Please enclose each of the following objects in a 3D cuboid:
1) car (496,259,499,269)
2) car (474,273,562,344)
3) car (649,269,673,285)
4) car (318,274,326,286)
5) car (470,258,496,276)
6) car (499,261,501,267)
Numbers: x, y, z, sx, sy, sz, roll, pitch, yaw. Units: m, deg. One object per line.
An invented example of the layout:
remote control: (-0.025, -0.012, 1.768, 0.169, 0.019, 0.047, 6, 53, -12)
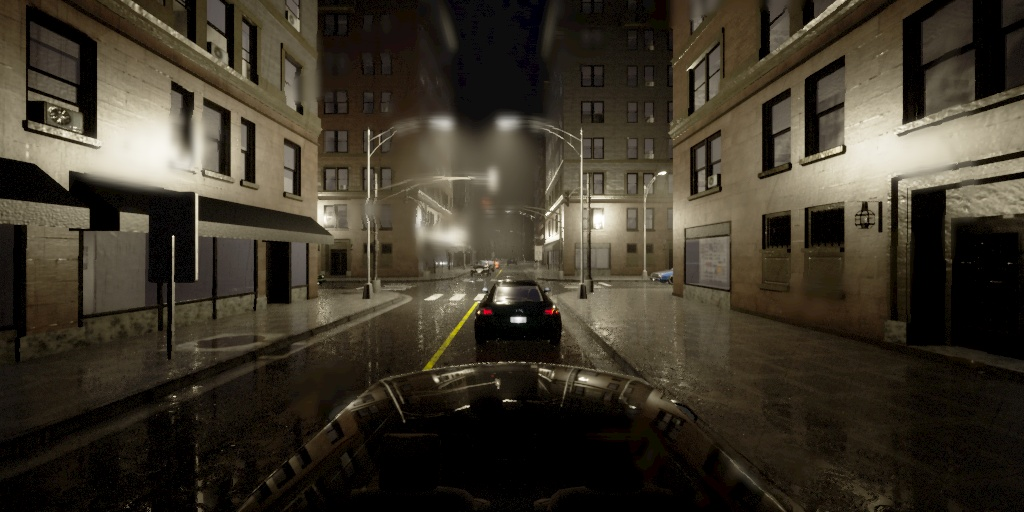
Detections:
car: (-3.098, 1.294, 46.125, 2.033, 1.411, 5.357, 0, 0, 0)
car: (0.115, 1.314, 9.555, 1.994, 1.385, 4.181, 0, 0, -1)
car: (12.616, 1.260, 25.215, 5.357, 1.411, 2.033, 0, 0, 0)
car: (-14.086, 1.387, 21.930, 4.718, 1.301, 1.895, 0, 0, 0)
car: (-3.094, 1.240, 36.383, 2.128, 1.511, 4.902, 0, 0, 0)
car: (-3.085, 1.093, 55.907, 2.097, 1.767, 4.553, 0, 0, -1)
